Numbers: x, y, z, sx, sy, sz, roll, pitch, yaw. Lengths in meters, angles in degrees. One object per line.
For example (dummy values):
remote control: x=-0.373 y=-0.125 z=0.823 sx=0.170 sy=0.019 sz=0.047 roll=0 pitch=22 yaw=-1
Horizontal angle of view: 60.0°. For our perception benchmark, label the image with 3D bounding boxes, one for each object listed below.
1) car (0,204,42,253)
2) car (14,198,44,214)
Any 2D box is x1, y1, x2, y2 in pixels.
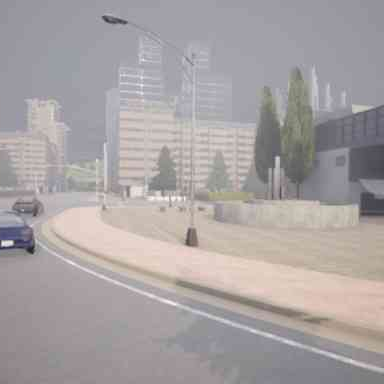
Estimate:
car: x=-7.043 y=1.392 z=12.193 sx=1.812 sy=1.442 sz=4.674 roll=1 pitch=0 yaw=-35
car: x=-13.737 y=1.215 z=27.986 sx=2.128 sy=1.511 sz=4.902 roll=1 pitch=0 yaw=-17
